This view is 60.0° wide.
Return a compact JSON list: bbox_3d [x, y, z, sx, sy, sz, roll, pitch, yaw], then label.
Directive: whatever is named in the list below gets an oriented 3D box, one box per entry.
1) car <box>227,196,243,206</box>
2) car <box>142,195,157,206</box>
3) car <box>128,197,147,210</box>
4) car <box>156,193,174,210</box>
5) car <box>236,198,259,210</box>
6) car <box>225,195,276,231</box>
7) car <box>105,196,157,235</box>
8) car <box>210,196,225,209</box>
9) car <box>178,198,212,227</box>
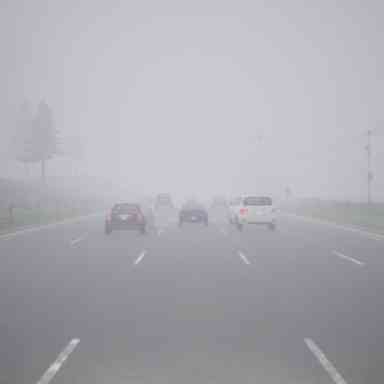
[{"bbox_3d":[7.009,1.447,54.600,2.033,1.411,5.357,0,0,0],"label":"car"},{"bbox_3d":[-6.986,1.375,54.975,1.882,1.535,5.008,0,0,0],"label":"car"},{"bbox_3d":[-7.000,1.445,43.145,1.812,1.442,4.674,0,0,0],"label":"car"},{"bbox_3d":[-3.501,1.143,42.533,2.150,2.045,5.566,0,0,0],"label":"car"},{"bbox_3d":[6.999,1.470,42.575,2.033,1.411,5.357,0,0,0],"label":"car"},{"bbox_3d":[3.600,1.181,20.545,2.150,2.045,5.566,0,0,0],"label":"car"},{"bbox_3d":[-3.401,1.318,18.794,2.097,1.767,4.553,0,0,0],"label":"car"},{"bbox_3d":[3.502,1.271,43.285,2.097,1.767,4.553,0,0,0],"label":"car"},{"bbox_3d":[0.099,1.436,22.681,1.882,1.535,5.008,0,0,0],"label":"car"}]
